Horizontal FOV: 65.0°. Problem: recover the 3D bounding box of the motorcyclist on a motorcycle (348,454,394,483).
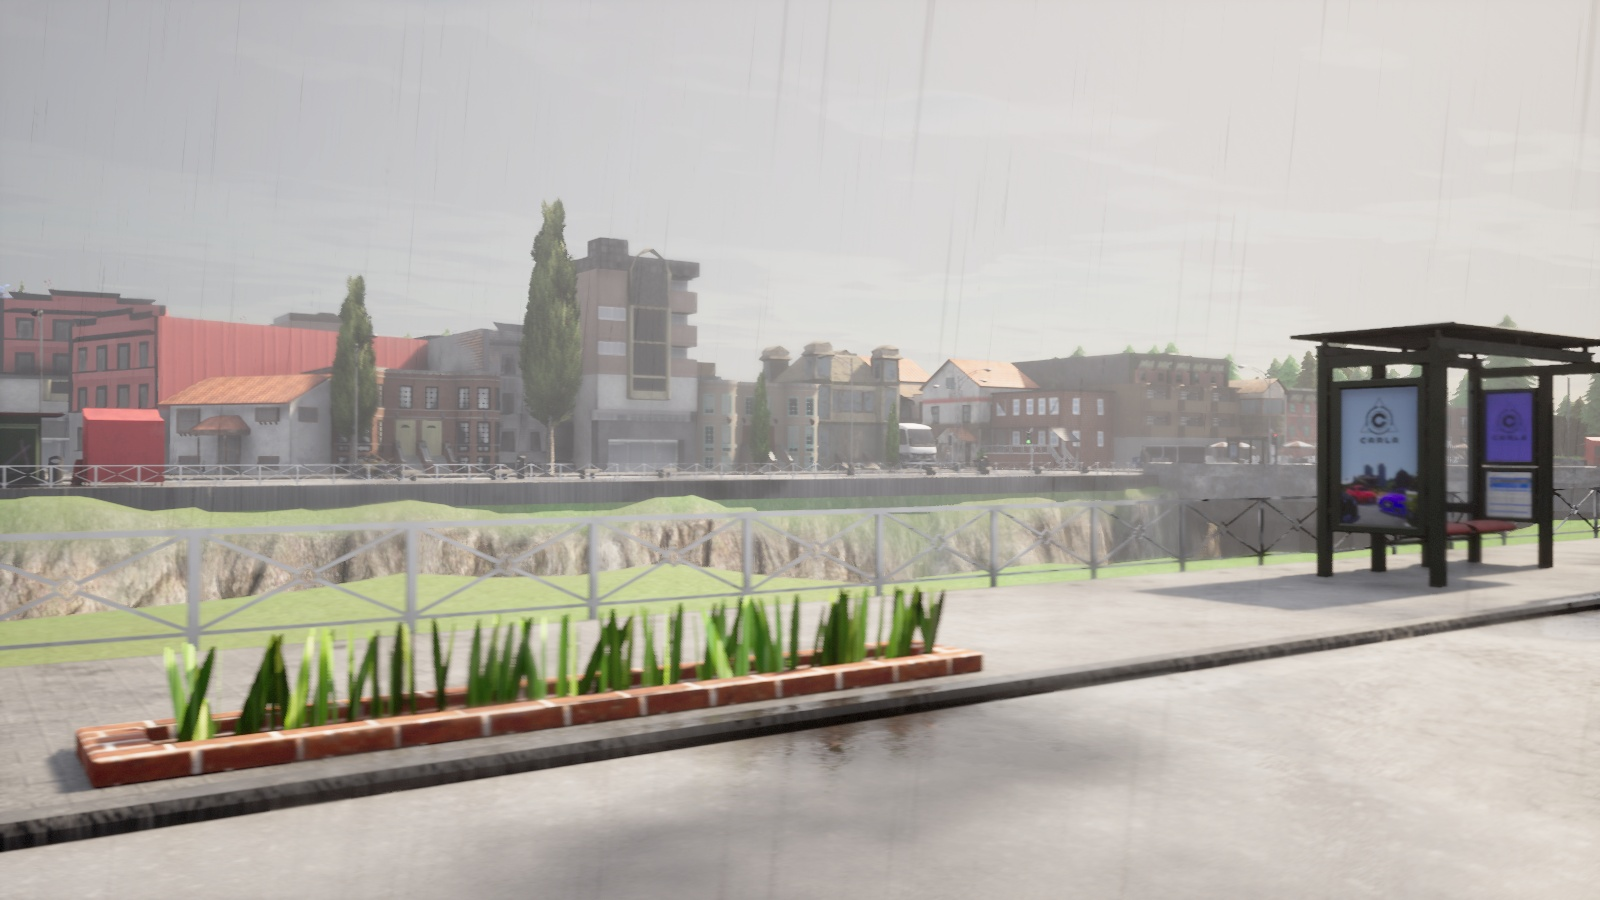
[{"bbox_3d":[-23.279,0.996,68.122,2.191,1.530,0.866,0,0,-35],"label":"motorcyclist on a motorcycle"}]
